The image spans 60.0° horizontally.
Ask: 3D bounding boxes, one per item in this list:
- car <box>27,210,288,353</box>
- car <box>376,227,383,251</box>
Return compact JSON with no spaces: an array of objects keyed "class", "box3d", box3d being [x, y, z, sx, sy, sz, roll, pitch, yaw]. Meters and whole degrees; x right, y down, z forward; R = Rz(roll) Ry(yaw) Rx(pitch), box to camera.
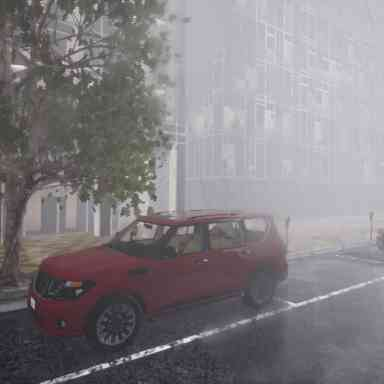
[{"class":"car","box3d":[-0.291,1.316,6.344,5.009,1.841,2.192,0,1,-36]},{"class":"car","box3d":[8.905,1.547,12.935,4.507,1.381,1.887,0,1,-36]}]
